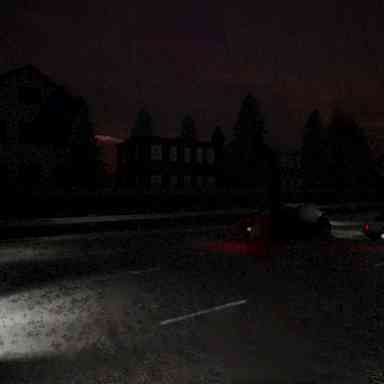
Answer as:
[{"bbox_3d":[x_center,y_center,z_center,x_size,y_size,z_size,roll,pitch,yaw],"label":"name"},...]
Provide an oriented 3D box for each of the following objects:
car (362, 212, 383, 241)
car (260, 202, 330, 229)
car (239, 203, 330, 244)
[{"bbox_3d":[9.734,1.517,14.985,4.718,1.301,1.895,0,0,-35],"label":"car"},{"bbox_3d":[6.692,1.435,21.432,4.674,1.442,1.812,0,0,-36],"label":"car"},{"bbox_3d":[4.444,1.414,15.511,5.008,1.535,1.882,0,0,-35],"label":"car"}]
